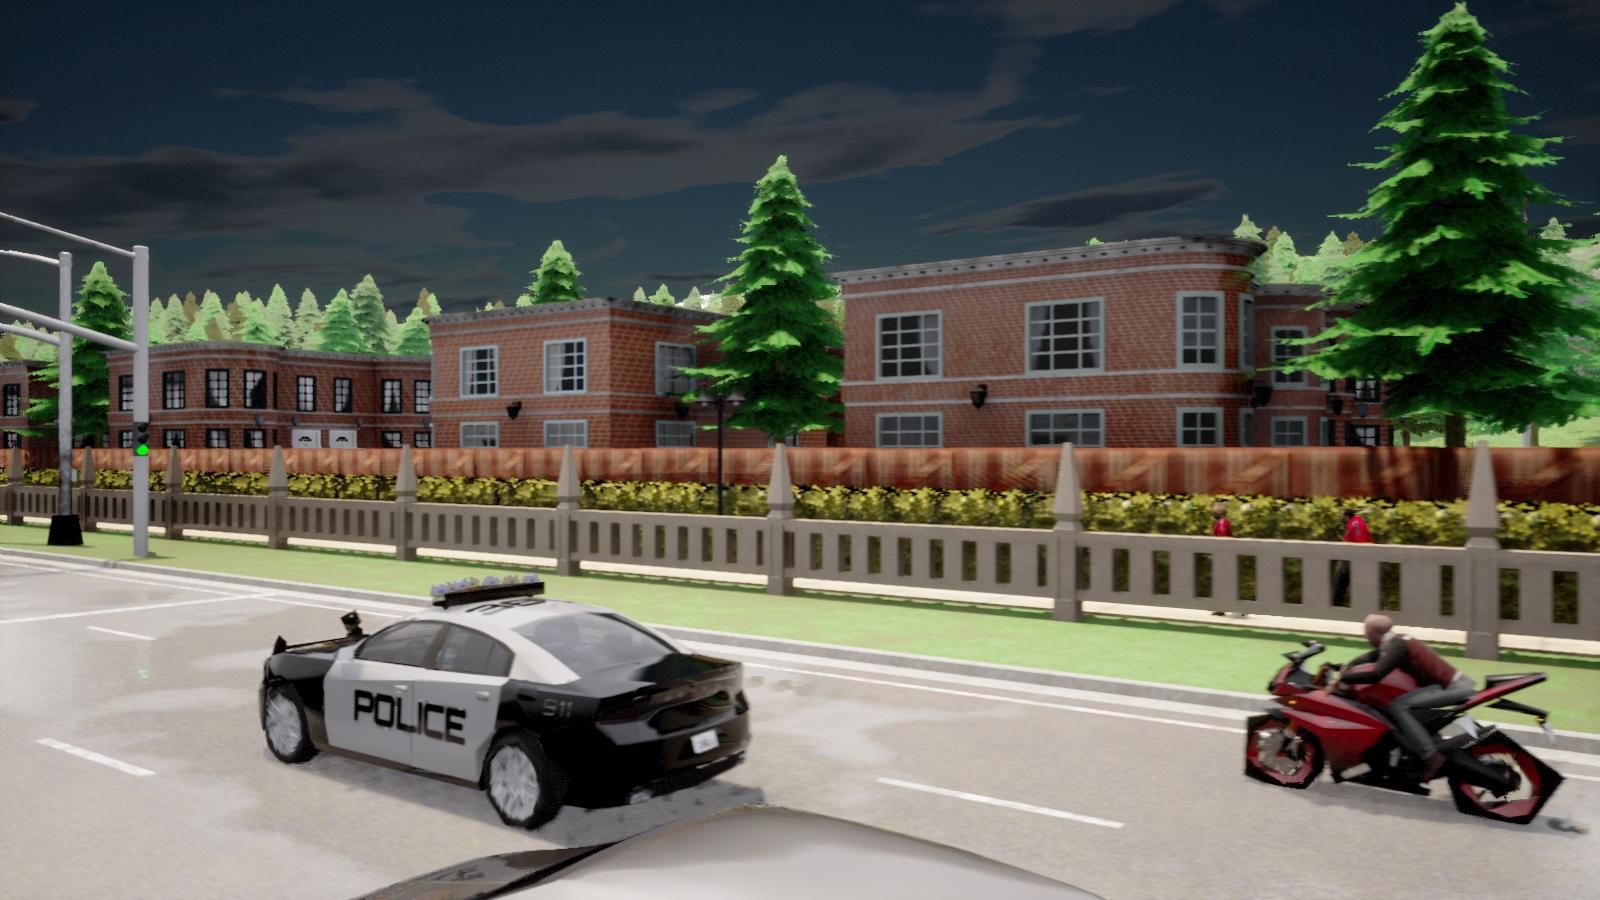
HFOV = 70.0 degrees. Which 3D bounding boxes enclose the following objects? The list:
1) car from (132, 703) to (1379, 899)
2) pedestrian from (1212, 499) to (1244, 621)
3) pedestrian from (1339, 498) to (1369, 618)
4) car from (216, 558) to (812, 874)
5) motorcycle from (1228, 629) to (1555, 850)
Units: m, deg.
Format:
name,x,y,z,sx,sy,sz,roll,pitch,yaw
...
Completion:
name,x,y,z,sx,sy,sz,roll,pitch,yaw
car,-0.409,2.065,4.069,4.193,1.474,1.816,0,0,35
pedestrian,6.677,1.702,17.827,0.375,1.860,0.375,0,0,36
pedestrian,8.788,1.701,18.132,0.375,1.860,0.375,0,0,35
car,-2.649,1.982,9.913,5.238,1.638,2.097,0,0,35
motorcycle,4.655,2.205,9.071,2.209,1.251,0.867,0,0,35
